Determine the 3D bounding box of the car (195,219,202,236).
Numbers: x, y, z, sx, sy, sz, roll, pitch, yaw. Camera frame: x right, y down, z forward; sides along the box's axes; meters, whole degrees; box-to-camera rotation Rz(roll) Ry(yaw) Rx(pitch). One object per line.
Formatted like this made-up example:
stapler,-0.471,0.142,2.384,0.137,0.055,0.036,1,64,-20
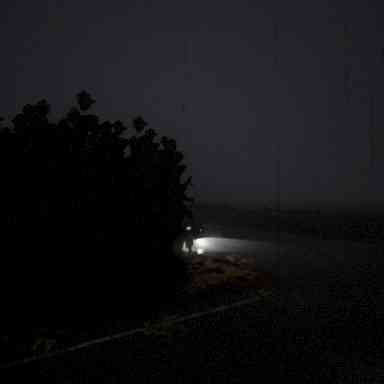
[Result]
car,-1.287,1.558,17.569,1.994,1.385,4.181,0,0,-35
